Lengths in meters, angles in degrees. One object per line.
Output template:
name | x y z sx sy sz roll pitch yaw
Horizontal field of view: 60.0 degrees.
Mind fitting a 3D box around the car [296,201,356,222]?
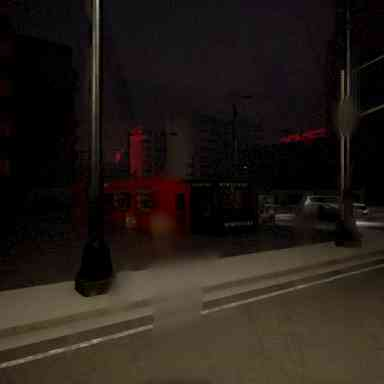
car | 10.585 1.667 27.047 1.994 1.385 4.181 0 -1 -36

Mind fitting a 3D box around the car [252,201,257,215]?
car | 5.403 1.685 34.206 1.882 1.535 5.008 0 -1 -36

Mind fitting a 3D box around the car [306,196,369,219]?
car | 12.805 1.338 29.956 2.150 2.045 5.566 0 -1 -36
